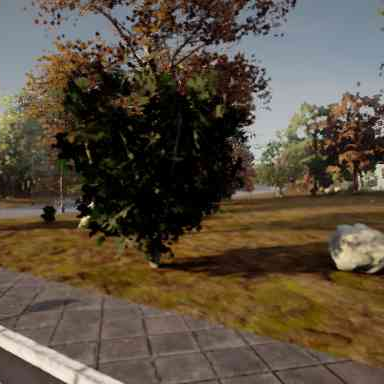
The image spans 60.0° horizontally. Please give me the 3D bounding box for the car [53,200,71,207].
[{"bbox_3d":[-18.092,1.469,49.551,1.895,1.301,4.718,-1,2,39],"label":"car"}]
